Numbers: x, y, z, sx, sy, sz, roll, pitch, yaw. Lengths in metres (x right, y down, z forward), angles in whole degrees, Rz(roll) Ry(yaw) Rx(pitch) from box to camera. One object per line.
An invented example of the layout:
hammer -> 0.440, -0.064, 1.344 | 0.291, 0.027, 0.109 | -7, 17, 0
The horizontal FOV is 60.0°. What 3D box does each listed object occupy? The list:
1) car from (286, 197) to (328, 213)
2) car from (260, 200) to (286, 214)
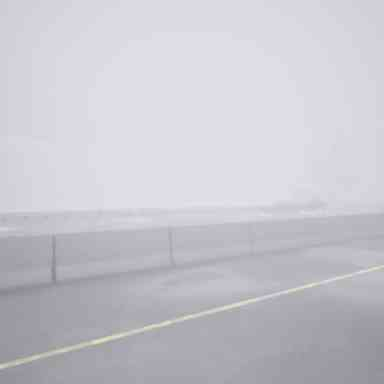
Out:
car -> 12.093, 1.260, 33.950 | 4.674, 1.442, 1.812 | 0, 0, -35
car -> 10.007, 1.626, 36.763 | 5.357, 1.411, 2.033 | 0, 0, -35
